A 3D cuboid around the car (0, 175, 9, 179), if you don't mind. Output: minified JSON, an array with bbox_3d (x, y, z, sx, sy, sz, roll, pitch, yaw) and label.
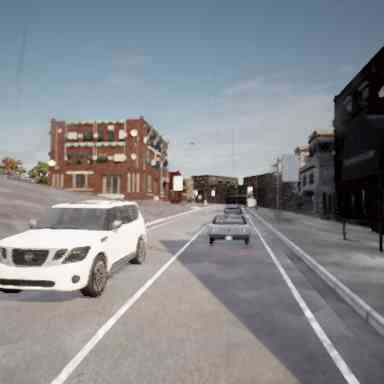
[{"bbox_3d":[-27.713,-2.148,45.808,2.002,1.452,4.674,1,-3,-6],"label":"car"}]

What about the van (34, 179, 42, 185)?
[{"bbox_3d":[-30.080,-1.419,62.376,1.878,1.987,4.442,1,-4,-9],"label":"van"}]

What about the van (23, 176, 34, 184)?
[{"bbox_3d":[-29.177,-1.769,56.923,1.878,1.987,4.442,1,-3,-8],"label":"van"}]

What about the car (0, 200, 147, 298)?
[{"bbox_3d":[-2.827,1.263,9.064,2.150,2.045,5.566,0,-1,7],"label":"car"}]

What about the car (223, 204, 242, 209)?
[{"bbox_3d":[4.282,1.997,35.108,2.128,1.511,4.902,0,-1,7],"label":"car"}]

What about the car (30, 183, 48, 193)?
[{"bbox_3d":[-31.067,-0.806,67.718,2.163,1.488,4.792,1,-4,-10],"label":"car"}]

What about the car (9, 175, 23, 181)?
[{"bbox_3d":[-28.396,-1.840,51.300,2.002,1.452,4.674,1,-3,-7],"label":"car"}]

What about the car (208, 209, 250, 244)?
[{"bbox_3d":[1.892,1.756,16.776,1.895,1.301,4.718,0,-1,7],"label":"car"}]
